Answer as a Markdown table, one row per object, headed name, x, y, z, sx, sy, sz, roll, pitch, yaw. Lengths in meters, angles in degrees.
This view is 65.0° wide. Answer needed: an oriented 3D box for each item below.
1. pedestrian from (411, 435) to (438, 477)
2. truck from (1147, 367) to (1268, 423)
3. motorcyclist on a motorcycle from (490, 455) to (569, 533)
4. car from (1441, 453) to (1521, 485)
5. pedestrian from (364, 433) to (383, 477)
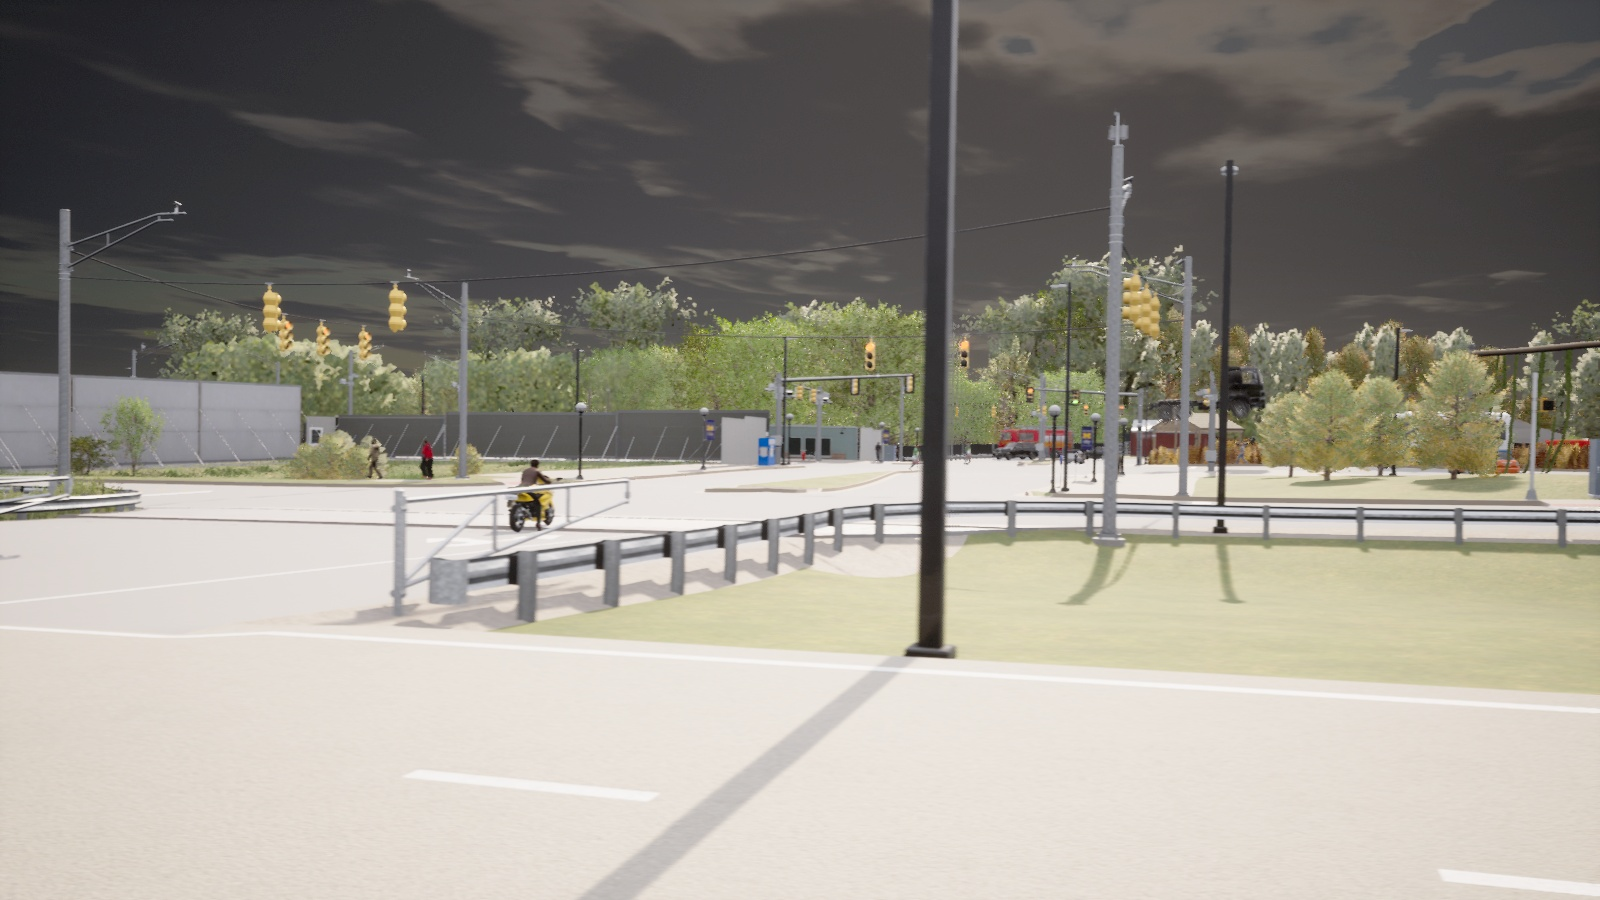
| name | x | y | z | sx | sy | sz | roll | pitch | yaw |
| --- | --- | --- | --- | --- | --- | --- | --- | --- | --- |
| pedestrian | -16.716 | 0.273 | 55.890 | 0.899 | 1.844 | 0.634 | 0 | 2 | -42 |
| truck | 28.769 | -3.885 | 88.956 | 7.936 | 3.462 | 2.891 | -2 | 3 | 16 |
| motorcyclist on a motorcycle | -5.840 | 0.911 | 27.201 | 0.797 | 1.523 | 2.044 | 1 | 3 | 16 |
| car | 43.589 | 1.187 | 80.479 | 2.097 | 1.767 | 4.553 | 1 | 2 | -9 |
| pedestrian | -19.112 | 0.228 | 56.250 | 0.692 | 1.930 | 0.396 | 2 | 1 | 13 |
